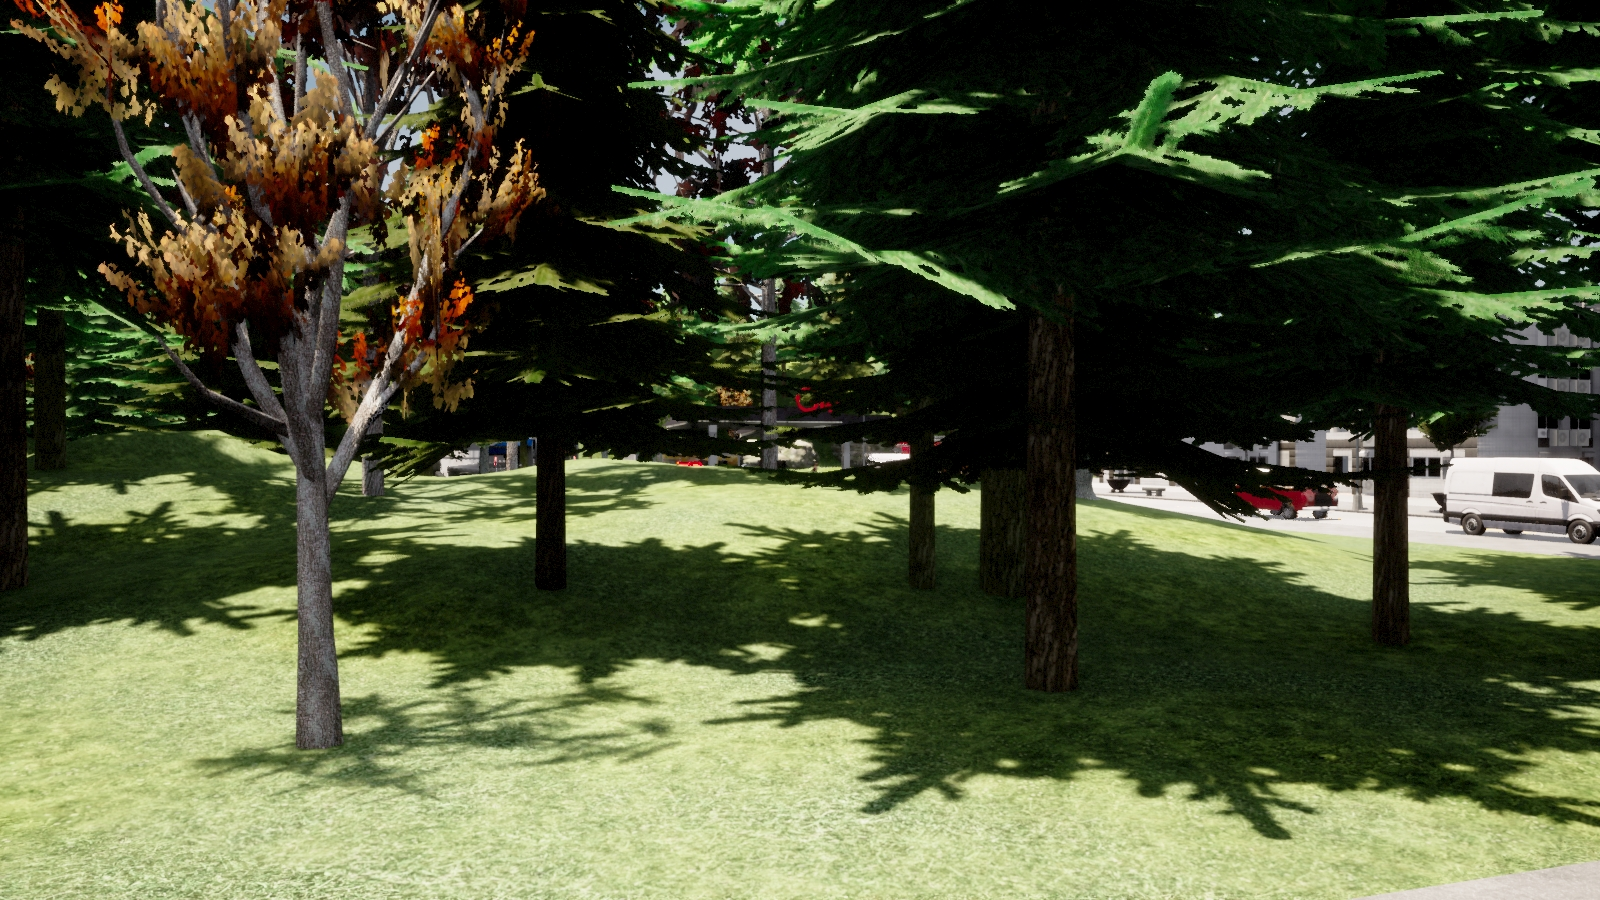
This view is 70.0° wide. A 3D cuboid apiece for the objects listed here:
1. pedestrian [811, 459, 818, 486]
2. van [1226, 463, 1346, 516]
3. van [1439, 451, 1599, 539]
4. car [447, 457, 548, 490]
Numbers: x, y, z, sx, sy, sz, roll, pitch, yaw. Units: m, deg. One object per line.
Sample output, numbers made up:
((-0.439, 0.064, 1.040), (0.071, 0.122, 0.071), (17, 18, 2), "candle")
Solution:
((0.987, 1.525, 77.593), (0.375, 1.860, 0.375), (0, 0, -30), "pedestrian")
((19.845, 1.563, 46.847), (2.069, 2.038, 4.480), (0, 0, -18), "van")
((23.412, 1.314, 36.018), (1.988, 2.561, 5.915), (0, 0, -18), "van")
((-19.905, 1.534, 75.186), (6.274, 2.098, 2.390), (0, 0, -18), "car")
